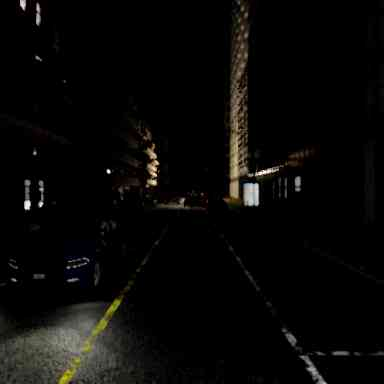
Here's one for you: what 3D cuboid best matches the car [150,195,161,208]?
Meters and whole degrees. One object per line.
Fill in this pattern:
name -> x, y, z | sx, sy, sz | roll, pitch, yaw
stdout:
car -> -5.685, 1.311, 44.123 | 2.008, 1.369, 4.403 | 0, 0, 0

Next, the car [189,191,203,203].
car -> 0.679, 0.905, 59.657 | 2.150, 2.045, 5.566 | 0, 0, -4

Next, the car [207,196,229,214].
car -> 2.694, 1.344, 32.996 | 1.752, 1.417, 4.829 | 0, 0, 0

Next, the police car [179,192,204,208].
police car -> 0.253, 1.188, 43.620 | 1.930, 1.638, 5.238 | 0, 0, -18

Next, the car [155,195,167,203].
car -> -5.683, 1.201, 60.899 | 1.752, 1.417, 4.829 | 0, 0, 0

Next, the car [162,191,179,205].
car -> -3.070, 0.939, 52.341 | 2.150, 2.045, 5.566 | 0, 0, 0

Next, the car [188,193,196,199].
car -> 0.011, 0.954, 78.352 | 1.837, 1.490, 4.892 | 0, 0, 0

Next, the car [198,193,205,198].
car -> 2.701, 1.068, 94.959 | 2.008, 1.369, 4.403 | 0, 0, 0

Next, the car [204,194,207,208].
car -> 2.695, 1.230, 38.473 | 1.967, 1.590, 4.097 | 0, 0, 0

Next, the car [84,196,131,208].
car -> -5.688, 1.196, 21.528 | 2.192, 1.841, 5.009 | 0, 0, 0

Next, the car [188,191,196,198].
car -> 0.012, 0.745, 95.363 | 2.097, 1.767, 4.553 | 0, 0, 0

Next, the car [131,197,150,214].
car -> -5.686, 1.260, 32.827 | 1.967, 1.590, 4.097 | 0, 0, 0

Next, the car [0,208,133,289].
car -> -3.098, 1.424, 9.231 | 1.882, 1.535, 5.008 | 0, 0, 0

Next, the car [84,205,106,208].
car -> -5.688, 1.493, 15.881 | 1.802, 1.307, 4.206 | 0, 0, 0

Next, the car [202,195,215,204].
car -> 2.697, 1.269, 55.420 | 1.947, 1.339, 4.313 | 0, 0, 0

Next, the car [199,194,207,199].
car -> 2.700, 1.113, 83.661 | 1.887, 1.381, 4.507 | 0, 0, 0

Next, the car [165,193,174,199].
car -> -5.680, 1.008, 83.662 | 1.967, 1.590, 4.097 | 0, 0, 0

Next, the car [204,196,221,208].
car -> 2.695, 1.311, 44.123 | 2.008, 1.369, 4.403 | 0, 0, 0

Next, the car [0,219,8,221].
car -> -5.689, 1.523, 10.233 | 1.802, 1.307, 4.206 | 0, 0, 0
